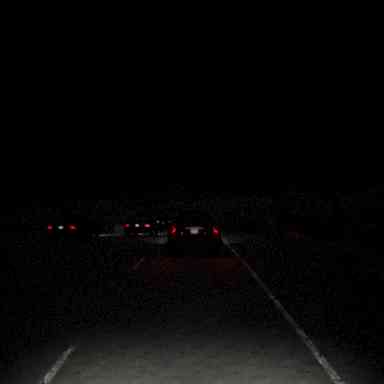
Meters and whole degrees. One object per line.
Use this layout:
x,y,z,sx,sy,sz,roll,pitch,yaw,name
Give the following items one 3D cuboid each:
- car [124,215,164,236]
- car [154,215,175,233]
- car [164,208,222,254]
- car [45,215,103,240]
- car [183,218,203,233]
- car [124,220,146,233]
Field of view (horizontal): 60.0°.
-3.410,2.315,23.145,2.033,1.411,5.357,0,-5,0,car
-3.419,4.124,41.974,2.150,2.045,5.566,0,-8,0,car
0.094,1.596,14.602,2.097,1.767,4.553,0,-2,0,car
-6.909,2.087,20.012,2.033,1.411,5.357,0,-4,0,car
0.086,3.537,34.789,1.994,1.385,4.181,0,-7,0,car
-6.918,4.237,40.618,1.837,1.490,4.892,0,-8,0,car
